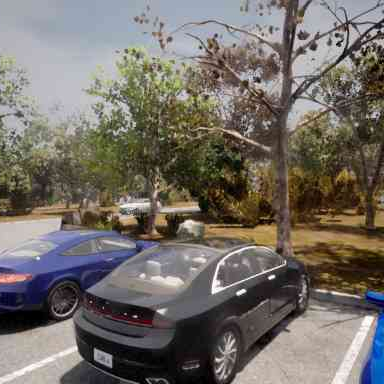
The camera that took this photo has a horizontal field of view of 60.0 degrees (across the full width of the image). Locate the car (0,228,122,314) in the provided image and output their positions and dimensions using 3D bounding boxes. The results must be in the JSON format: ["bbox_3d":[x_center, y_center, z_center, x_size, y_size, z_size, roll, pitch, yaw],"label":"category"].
[{"bbox_3d":[-2.202,1.525,7.385,2.002,1.452,4.674,0,0,36],"label":"car"}]

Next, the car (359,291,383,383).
[{"bbox_3d":[3.134,1.479,3.587,2.097,1.535,5.008,0,0,36],"label":"car"}]

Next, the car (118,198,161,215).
[{"bbox_3d":[-4.791,1.342,31.032,1.812,1.442,4.674,-3,-1,35],"label":"car"}]

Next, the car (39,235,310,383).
[{"bbox_3d":[0.463,1.483,5.480,2.231,1.521,4.892,0,0,36],"label":"car"}]
